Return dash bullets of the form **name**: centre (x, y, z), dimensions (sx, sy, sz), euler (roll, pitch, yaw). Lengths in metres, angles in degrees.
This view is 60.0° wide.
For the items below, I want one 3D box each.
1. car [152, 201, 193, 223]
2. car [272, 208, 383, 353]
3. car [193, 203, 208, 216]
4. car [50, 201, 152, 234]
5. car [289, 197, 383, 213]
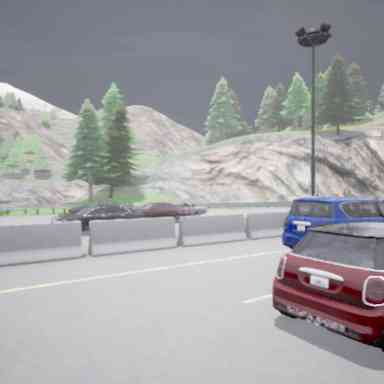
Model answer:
- **car**: centre (-2.575, 1.415, 23.061), dimensions (4.674, 1.442, 1.812), euler (0, 0, -31)
- **car**: centre (3.648, 1.328, 6.036), dimensions (4.553, 1.767, 2.097), euler (0, 0, -33)
- **car**: centre (-1.102, 1.470, 27.988), dimensions (4.718, 1.301, 1.895), euler (0, 0, -30)
- **car**: centre (-4.848, 1.418, 17.512), dimensions (4.892, 1.490, 1.837), euler (0, 0, -33)
- **car**: centre (5.599, 1.177, 11.393), dimensions (5.566, 2.045, 2.150), euler (0, 0, -31)
